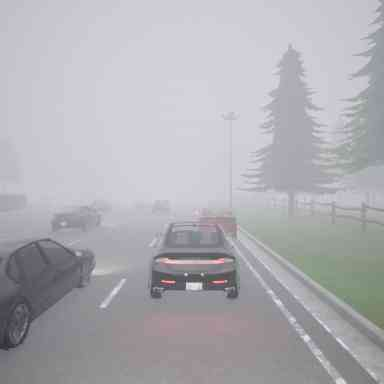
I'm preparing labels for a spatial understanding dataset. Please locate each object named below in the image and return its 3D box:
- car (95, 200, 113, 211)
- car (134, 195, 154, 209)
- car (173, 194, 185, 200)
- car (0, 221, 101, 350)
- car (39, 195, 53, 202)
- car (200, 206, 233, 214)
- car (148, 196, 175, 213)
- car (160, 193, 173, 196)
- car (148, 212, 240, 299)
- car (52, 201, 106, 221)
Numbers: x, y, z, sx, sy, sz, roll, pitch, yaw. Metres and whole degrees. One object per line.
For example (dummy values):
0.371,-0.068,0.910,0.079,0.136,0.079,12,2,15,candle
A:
-10.368,1.564,37.760,1.994,1.385,4.181,0,0,0,car
-6.874,1.525,46.166,1.812,1.442,4.674,0,0,0,car
-3.423,1.552,89.824,1.994,1.385,4.181,0,0,0,car
-3.394,1.547,6.161,2.033,1.411,5.357,0,0,0,car
-33.406,1.478,76.196,1.882,1.535,5.008,0,0,-40,car
1.240,1.478,17.780,1.882,1.535,5.008,0,0,0,car
-3.368,1.547,37.813,2.033,1.411,5.357,0,0,0,car
-6.920,1.525,93.502,2.128,1.511,4.902,0,0,0,car
0.059,1.492,8.439,2.128,1.511,4.902,0,0,0,car
-6.896,1.526,20.142,1.812,1.442,4.674,0,0,0,car
